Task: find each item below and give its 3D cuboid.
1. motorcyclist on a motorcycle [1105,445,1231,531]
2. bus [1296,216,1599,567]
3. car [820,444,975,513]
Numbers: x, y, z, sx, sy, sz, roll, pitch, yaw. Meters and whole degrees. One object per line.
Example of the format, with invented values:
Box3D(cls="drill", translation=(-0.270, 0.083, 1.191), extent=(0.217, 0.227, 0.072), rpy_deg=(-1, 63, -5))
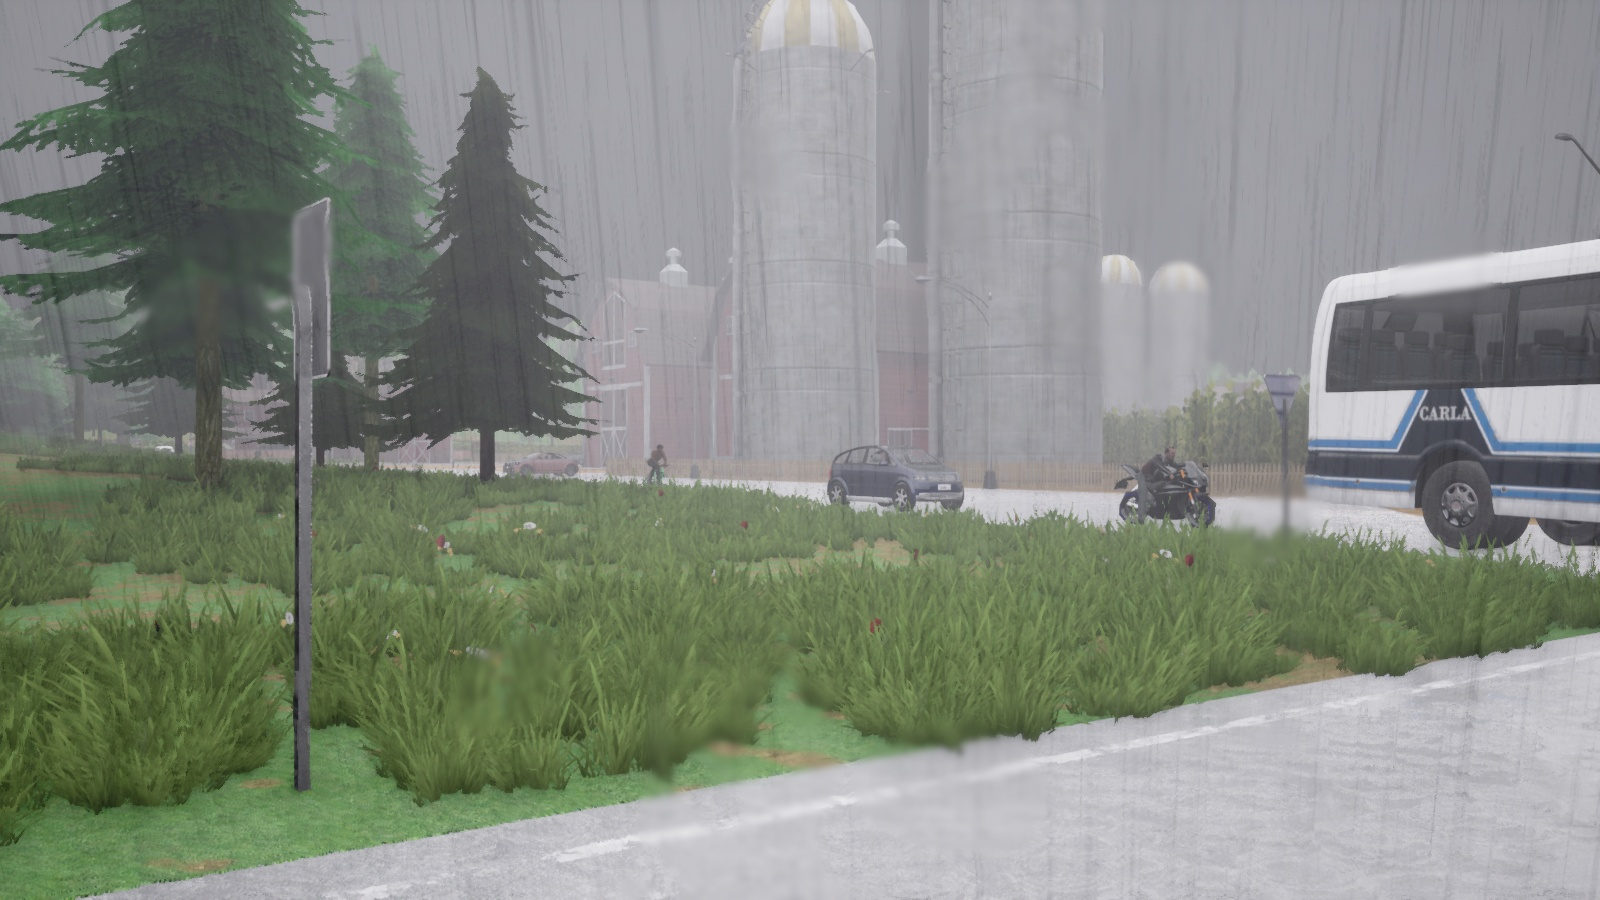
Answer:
Box3D(cls="motorcyclist on a motorcycle", translation=(6.834, 0.681, 23.421), extent=(0.866, 1.530, 2.191), rpy_deg=(0, 0, -34))
Box3D(cls="bus", translation=(11.562, -0.705, 15.796), extent=(3.944, 4.253, 10.273), rpy_deg=(0, 1, -21))
Box3D(cls="car", translation=(2.270, 0.651, 30.113), extent=(1.789, 1.549, 3.705), rpy_deg=(0, 0, -34))
